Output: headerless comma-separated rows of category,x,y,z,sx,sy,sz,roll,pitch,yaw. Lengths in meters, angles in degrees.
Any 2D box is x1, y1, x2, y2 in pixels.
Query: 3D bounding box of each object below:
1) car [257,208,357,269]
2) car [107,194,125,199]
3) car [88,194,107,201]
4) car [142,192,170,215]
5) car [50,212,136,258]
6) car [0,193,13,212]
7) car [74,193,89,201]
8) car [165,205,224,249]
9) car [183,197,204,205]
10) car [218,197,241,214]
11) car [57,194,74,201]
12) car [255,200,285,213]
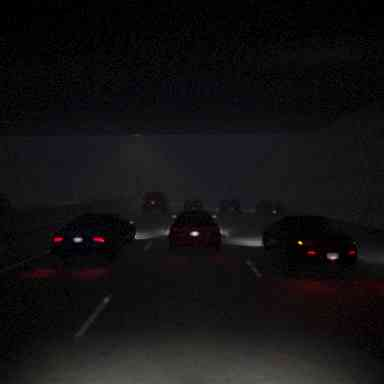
car,3.597,1.451,10.806,1.812,1.442,4.674,0,0,0
car,-13.951,1.062,62.843,2.128,1.511,4.902,0,0,1
car,-17.441,1.166,62.818,1.895,1.301,4.718,0,0,1
car,-3.376,1.004,31.451,2.150,2.045,5.566,0,0,0
car,-3.395,1.461,12.417,2.033,1.411,5.357,0,0,0
car,-14.087,1.068,21.889,2.150,2.045,5.566,0,0,0
car,-20.923,1.045,65.113,1.837,1.490,4.892,0,1,0
car,0.104,1.467,14.037,1.994,1.385,4.181,0,0,0
car,0.125,1.268,32.459,2.128,1.511,4.902,0,0,0
car,3.625,1.269,32.455,2.128,1.511,4.902,0,0,0
car,-24.422,1.085,65.002,2.033,1.411,5.357,0,0,0
car,7.122,1.389,30.869,1.895,1.301,4.718,0,0,0
